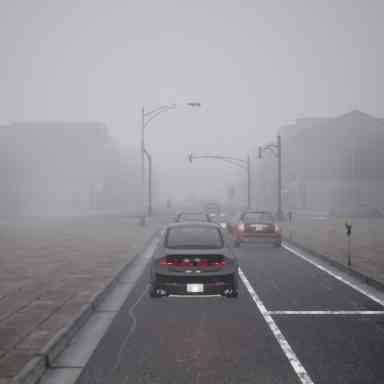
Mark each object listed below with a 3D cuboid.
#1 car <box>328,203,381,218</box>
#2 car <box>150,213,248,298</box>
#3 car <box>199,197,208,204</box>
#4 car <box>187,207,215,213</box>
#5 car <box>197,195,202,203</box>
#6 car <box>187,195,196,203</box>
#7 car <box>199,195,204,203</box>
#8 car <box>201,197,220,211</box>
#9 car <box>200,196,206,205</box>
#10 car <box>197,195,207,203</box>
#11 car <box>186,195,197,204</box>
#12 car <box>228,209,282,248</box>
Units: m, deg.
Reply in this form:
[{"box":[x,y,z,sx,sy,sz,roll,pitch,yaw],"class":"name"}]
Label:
[{"box":[14.496,1.631,29.770,4.181,1.385,1.994,0,-2,0],"class":"car"},{"box":[0.021,1.512,8.518,1.837,1.490,4.892,0,0,-1],"class":"car"},{"box":[2.485,1.892,74.456,1.752,1.417,4.829,1,-1,0],"class":"car"},{"box":[0.056,1.619,15.995,1.895,1.301,4.718,0,0,0],"class":"car"},{"box":[2.509,1.830,63.411,1.947,1.339,4.313,1,-1,0],"class":"car"},{"box":[-0.188,1.676,82.617,2.150,2.045,5.566,0,-1,0],"class":"car"},{"box":[2.535,1.703,52.706,1.752,1.417,4.829,1,0,0],"class":"car"},{"box":[2.560,1.672,41.662,1.947,1.339,4.313,1,0,0],"class":"car"},{"box":[2.547,1.705,47.099,1.947,1.339,4.313,1,0,0],"class":"car"},{"box":[2.477,1.735,79.726,2.192,1.841,5.009,1,-1,0],"class":"car"},{"box":[-0.151,1.570,72.208,2.150,2.045,5.566,0,-1,0],"class":"car"},{"box":[2.626,1.457,14.915,1.967,1.590,4.097,2,0,0],"class":"car"}]
